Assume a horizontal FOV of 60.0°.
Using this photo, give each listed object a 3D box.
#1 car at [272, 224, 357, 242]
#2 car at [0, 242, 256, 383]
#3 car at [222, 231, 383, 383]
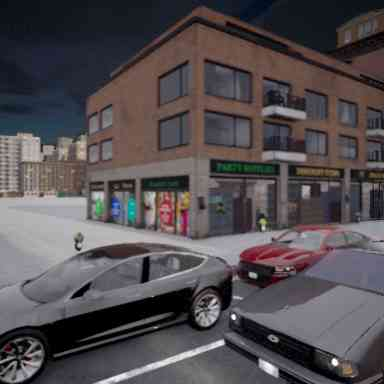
[{"bbox_3d":[3.145,1.540,8.452,4.507,1.381,1.887,0,0,-36],"label":"car"},{"bbox_3d":[-1.257,1.564,5.313,4.313,1.339,1.947,0,0,-36],"label":"car"},{"bbox_3d":[3.008,1.544,5.201,5.357,1.411,2.033,0,0,-35],"label":"car"}]
